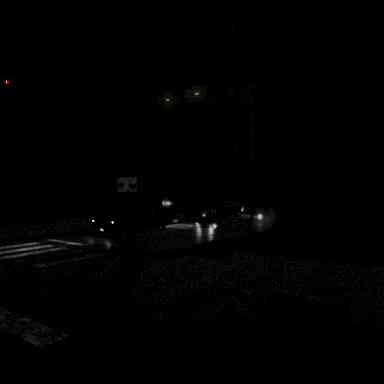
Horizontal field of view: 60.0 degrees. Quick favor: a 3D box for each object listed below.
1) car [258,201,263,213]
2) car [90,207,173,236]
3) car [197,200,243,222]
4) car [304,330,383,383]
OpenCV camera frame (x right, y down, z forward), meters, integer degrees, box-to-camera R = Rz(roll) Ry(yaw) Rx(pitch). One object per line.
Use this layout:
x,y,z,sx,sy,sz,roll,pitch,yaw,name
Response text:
8.466,1.342,34.528,2.128,1.511,4.902,0,0,35,car
-3.168,1.536,18.159,1.895,1.301,4.718,0,0,35,car
2.277,1.386,25.825,2.128,1.511,4.902,0,0,35,car
2.757,1.315,0.841,5.009,1.841,2.192,0,0,35,car
